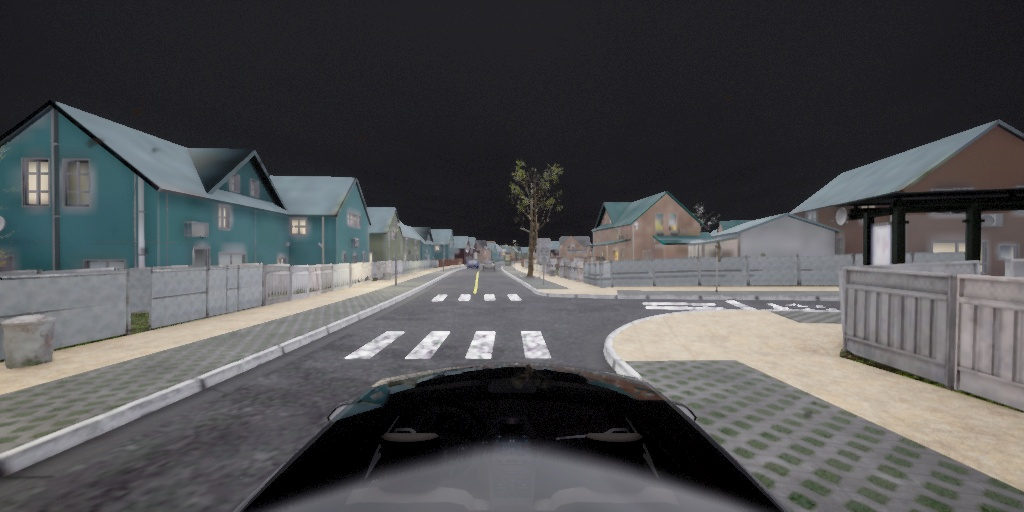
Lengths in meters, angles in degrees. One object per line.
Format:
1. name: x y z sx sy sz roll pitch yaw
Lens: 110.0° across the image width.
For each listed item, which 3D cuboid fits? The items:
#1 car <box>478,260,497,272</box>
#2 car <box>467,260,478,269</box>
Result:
1. car: -3.170 1.335 49.418 2.128 1.511 4.902 0 0 -4
2. car: -6.396 1.403 59.275 1.882 1.535 5.008 0 0 -2
